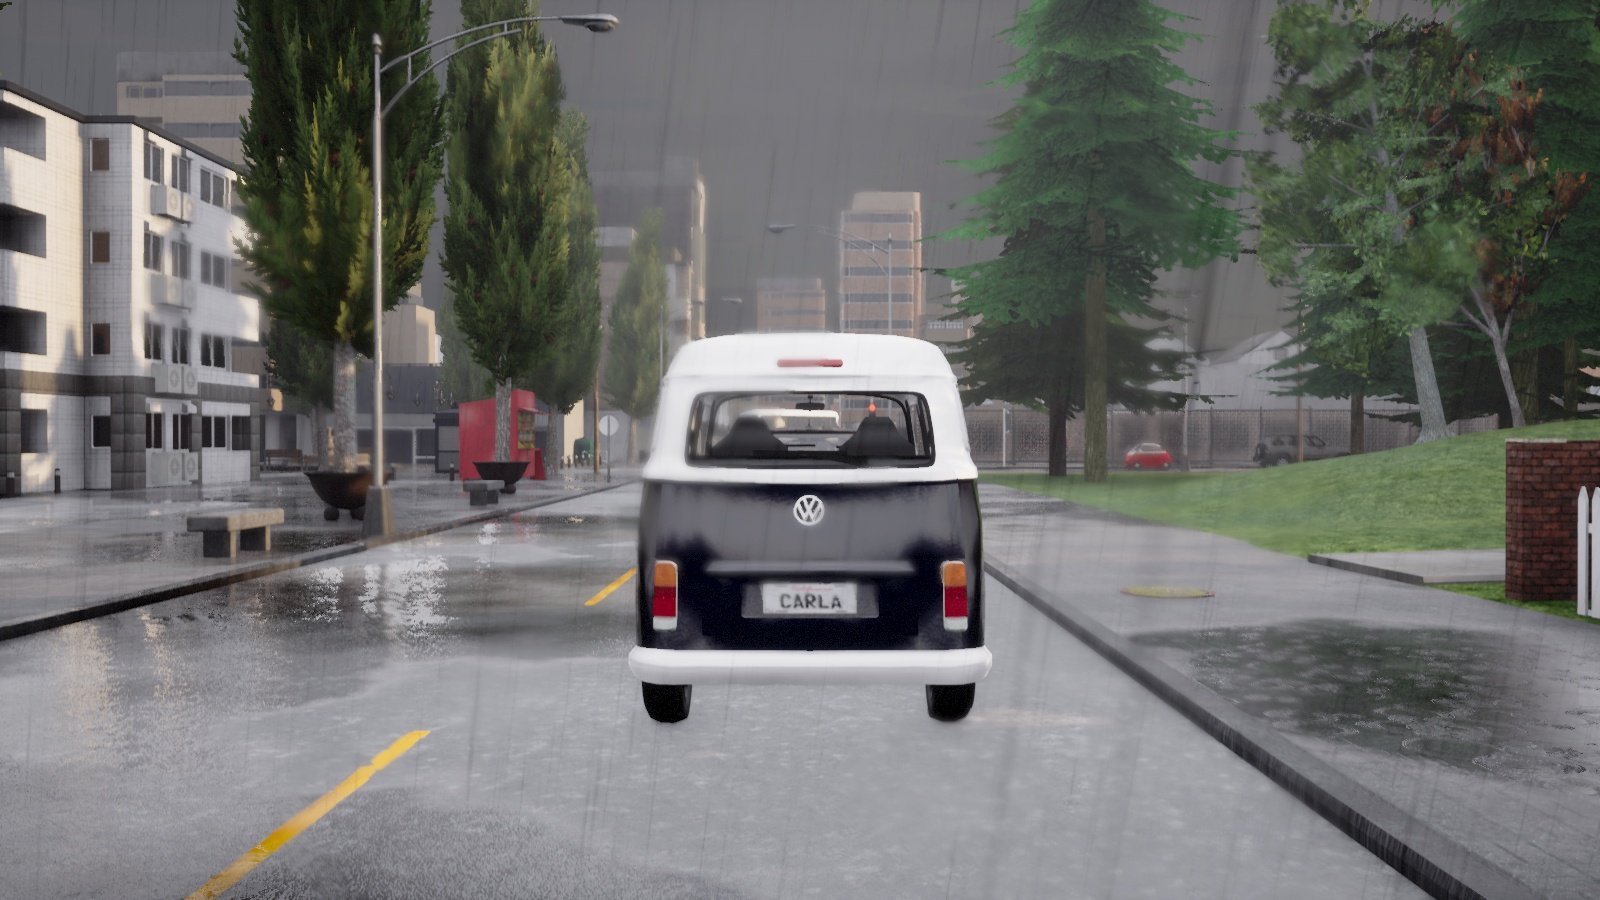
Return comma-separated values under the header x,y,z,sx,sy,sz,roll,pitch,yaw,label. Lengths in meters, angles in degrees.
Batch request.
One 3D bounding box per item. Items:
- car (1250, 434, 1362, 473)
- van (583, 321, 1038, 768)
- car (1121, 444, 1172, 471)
x,y,z,sx,sy,sz,roll,pitch,yaw,label
24.195,0.168,60.139,4.605,1.855,1.932,0,0,0,car
0.064,0.415,7.960,2.069,2.038,4.480,0,0,0,van
17.696,0.374,64.175,2.207,1.376,1.481,0,0,0,car
